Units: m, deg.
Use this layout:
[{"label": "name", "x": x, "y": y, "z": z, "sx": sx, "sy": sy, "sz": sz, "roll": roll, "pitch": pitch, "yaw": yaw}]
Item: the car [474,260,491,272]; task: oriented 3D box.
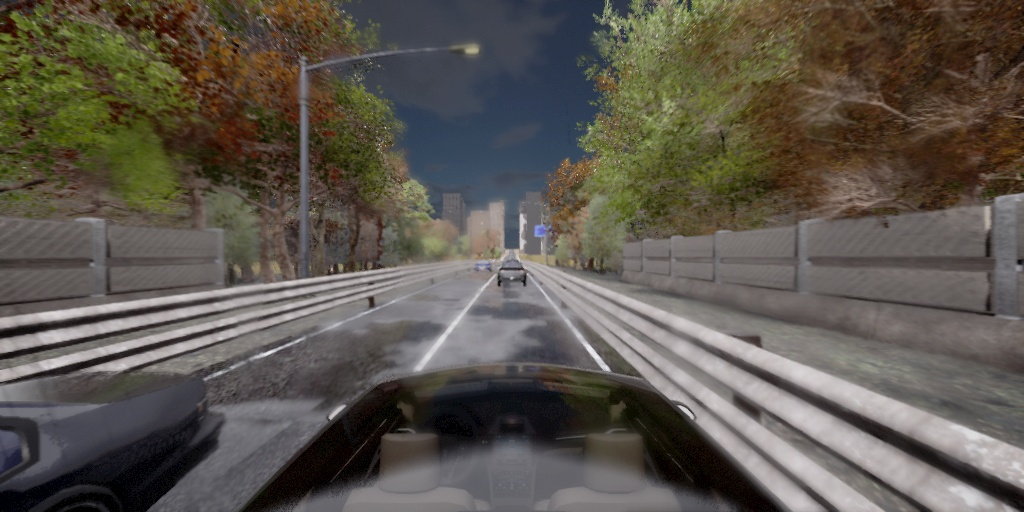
[{"label": "car", "x": -3.325, "y": 1.153, "z": 42.364, "sx": 1.812, "sy": 1.442, "sz": 4.674, "roll": 0, "pitch": 0, "yaw": 0}]

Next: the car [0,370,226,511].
[{"label": "car", "x": -3.350, "y": 1.307, "z": 0.612, "sx": 2.033, "sy": 1.411, "sz": 5.357, "roll": 0, "pitch": 1, "yaw": 0}]

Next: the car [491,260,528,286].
[{"label": "car", "x": 0.010, "y": 1.095, "z": 23.322, "sx": 2.128, "sy": 1.511, "sz": 4.902, "roll": 0, "pitch": 0, "yaw": 0}]
